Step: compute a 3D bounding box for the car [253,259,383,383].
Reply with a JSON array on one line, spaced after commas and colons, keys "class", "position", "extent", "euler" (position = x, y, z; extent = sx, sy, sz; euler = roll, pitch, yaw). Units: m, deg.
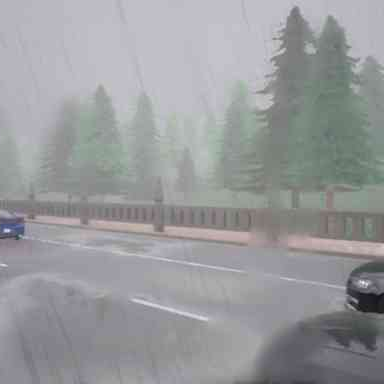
[{"class": "car", "position": [2.759, 1.509, 2.024], "extent": [4.892, 1.490, 1.837], "euler": [0, 0, 36]}]

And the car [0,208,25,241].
[{"class": "car", "position": [-9.578, 1.428, 15.126], "extent": [5.008, 1.535, 1.882], "euler": [0, 0, 36]}]

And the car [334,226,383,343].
[{"class": "car", "position": [4.901, 1.496, 4.795], "extent": [4.902, 1.511, 2.128], "euler": [0, 0, 36]}]
